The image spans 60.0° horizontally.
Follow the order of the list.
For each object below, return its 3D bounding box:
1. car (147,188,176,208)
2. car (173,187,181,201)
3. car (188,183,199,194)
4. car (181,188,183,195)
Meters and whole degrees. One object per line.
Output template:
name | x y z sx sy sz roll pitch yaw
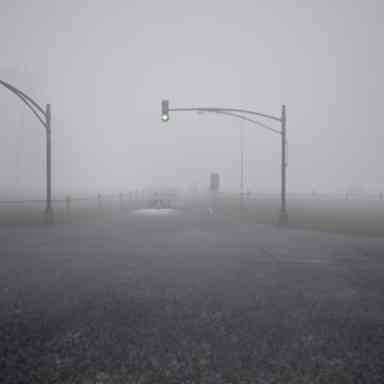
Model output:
car | -2.736 0.650 29.031 1.994 1.385 4.181 0 2 1
car | -2.672 0.199 40.778 1.882 1.535 5.008 0 2 1
car | 0.255 -0.380 59.530 1.882 1.535 5.008 0 2 0
car | -2.542 -0.203 56.046 2.033 1.411 5.357 0 2 1
